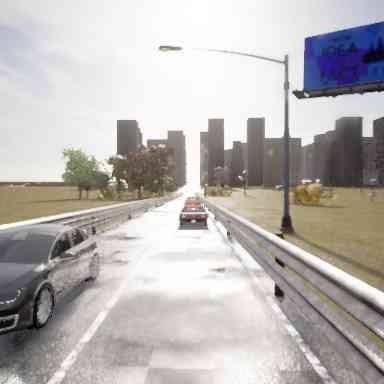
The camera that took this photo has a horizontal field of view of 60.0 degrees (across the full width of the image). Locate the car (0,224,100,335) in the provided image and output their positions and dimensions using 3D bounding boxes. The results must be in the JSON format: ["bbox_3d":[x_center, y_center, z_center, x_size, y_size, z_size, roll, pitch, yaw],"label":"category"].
[{"bbox_3d":[-3.338,1.502,6.979,1.837,1.490,4.892,0,0,0],"label":"car"}]

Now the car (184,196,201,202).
[{"bbox_3d":[0.097,1.337,42.010,2.097,1.767,4.553,0,0,0],"label":"car"}]

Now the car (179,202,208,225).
[{"bbox_3d":[0.097,1.592,23.670,1.895,1.301,4.718,0,0,0],"label":"car"}]
